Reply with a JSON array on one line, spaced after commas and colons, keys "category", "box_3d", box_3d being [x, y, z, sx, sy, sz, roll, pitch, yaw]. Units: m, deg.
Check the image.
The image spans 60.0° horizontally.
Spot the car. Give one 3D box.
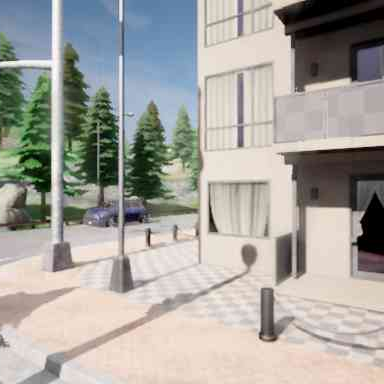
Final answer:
[{"category": "car", "box_3d": [-5.101, 1.361, 22.641, 2.097, 1.767, 4.553, 0, 0, 35]}]
